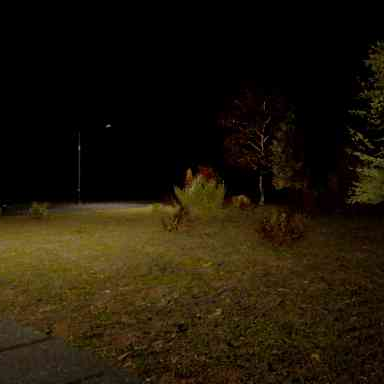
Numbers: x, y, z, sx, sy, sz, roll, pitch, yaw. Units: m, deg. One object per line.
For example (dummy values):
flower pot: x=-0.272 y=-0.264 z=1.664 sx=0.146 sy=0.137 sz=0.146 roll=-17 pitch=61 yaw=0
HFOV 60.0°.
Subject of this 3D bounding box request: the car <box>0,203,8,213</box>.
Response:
car: x=-19.971 y=1.329 z=31.114 sx=2.128 sy=1.511 sz=4.902 roll=2 pitch=2 yaw=40
